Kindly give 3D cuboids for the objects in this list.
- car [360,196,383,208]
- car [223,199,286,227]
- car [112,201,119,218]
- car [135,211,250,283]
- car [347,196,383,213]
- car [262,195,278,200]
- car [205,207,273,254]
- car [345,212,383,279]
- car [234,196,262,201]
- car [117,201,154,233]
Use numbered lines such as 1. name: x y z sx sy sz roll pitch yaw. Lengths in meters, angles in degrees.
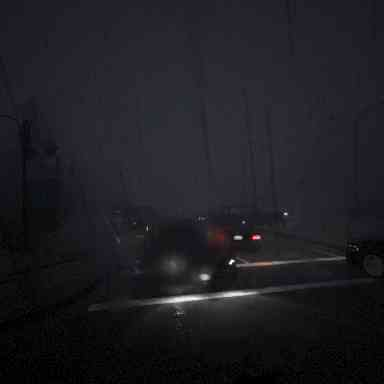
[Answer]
1. car: 23.953 1.274 43.138 1.845 1.501 3.633 0 0 -17
2. car: 2.857 1.467 19.893 5.357 1.411 2.033 -3 1 -15
3. car: -6.233 1.515 30.094 2.033 1.411 5.357 0 0 -17
4. car: -0.371 1.543 10.098 2.033 1.411 5.357 0 0 -15
5. car: 15.622 1.356 29.164 1.970 1.475 3.806 0 0 -17
6. car: 10.402 1.278 47.086 2.152 1.636 5.027 0 0 -17
7. car: 1.354 1.538 13.388 2.033 1.411 5.357 0 0 -4
8. car: 6.522 1.475 8.224 5.008 1.535 1.882 0 0 40
9. car: 7.412 1.288 46.134 2.007 1.523 4.514 0 0 -17
10. car: -3.089 1.529 19.937 2.033 1.411 5.357 0 0 -17
